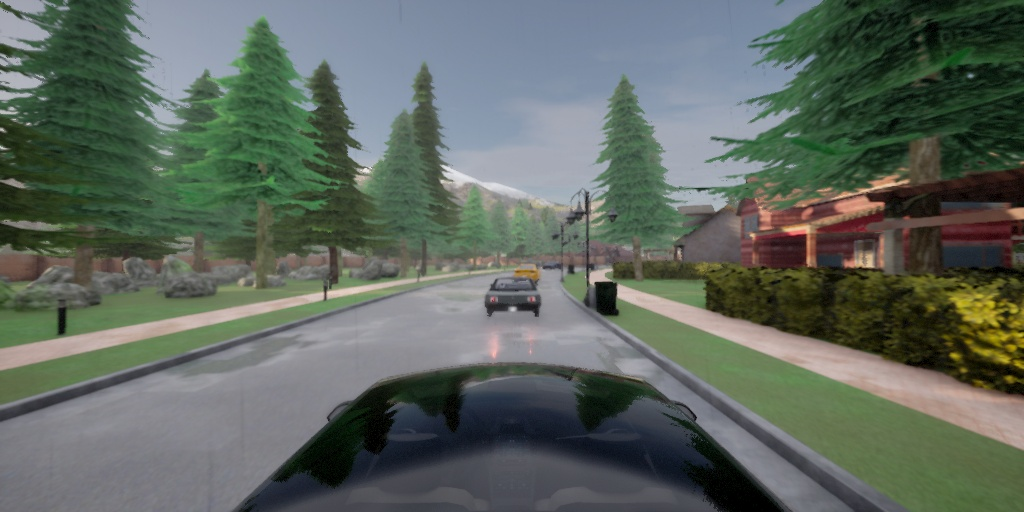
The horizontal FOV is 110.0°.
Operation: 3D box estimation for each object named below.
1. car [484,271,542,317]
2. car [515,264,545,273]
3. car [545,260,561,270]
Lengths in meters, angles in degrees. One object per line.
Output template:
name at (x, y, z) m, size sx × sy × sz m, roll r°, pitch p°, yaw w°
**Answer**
car at (0.085, 1.432, 13.698) m, size 1.895 × 1.301 × 4.718 m, roll 0°, pitch 0°, yaw 1°
car at (1.400, 1.421, 30.238) m, size 1.882 × 1.535 × 5.008 m, roll 0°, pitch 0°, yaw 9°
car at (6.749, 1.504, 61.061) m, size 2.097 × 1.767 × 4.553 m, roll 0°, pitch 0°, yaw 24°
